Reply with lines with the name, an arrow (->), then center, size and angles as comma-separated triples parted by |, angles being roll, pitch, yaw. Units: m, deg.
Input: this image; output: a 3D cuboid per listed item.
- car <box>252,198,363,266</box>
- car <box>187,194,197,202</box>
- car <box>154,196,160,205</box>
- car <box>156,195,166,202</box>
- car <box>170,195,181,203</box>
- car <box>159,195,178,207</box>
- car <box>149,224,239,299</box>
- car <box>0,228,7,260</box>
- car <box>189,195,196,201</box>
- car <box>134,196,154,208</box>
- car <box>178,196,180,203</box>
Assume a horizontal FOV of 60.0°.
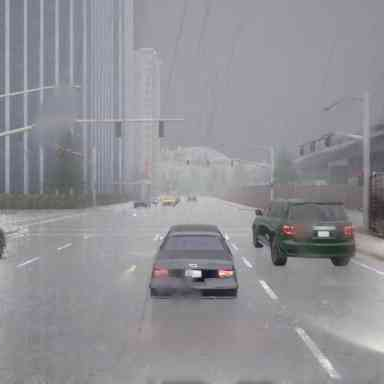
car -> 3.574, 1.221, 11.645 | 2.150, 2.045, 5.566 | 0, 0, 1
car -> 0.021, 1.355, 78.630 | 2.097, 1.767, 4.553 | 0, 0, 0
car -> -7.069, 1.491, 57.771 | 2.128, 1.511, 4.902 | 0, 0, 0
car -> -6.980, 1.523, 75.770 | 1.812, 1.442, 4.674 | 0, 0, 0
car -> -3.481, 1.525, 71.673 | 2.128, 1.511, 4.902 | 0, 0, 0
car -> -3.580, 1.477, 52.092 | 1.882, 1.535, 5.008 | 0, 0, 0
car -> 0.057, 1.547, 8.611 | 2.033, 1.411, 5.357 | 0, 0, 1
car -> -7.097, 1.526, 9.330 | 1.812, 1.442, 4.674 | 0, 0, 0
car -> 0.024, 1.500, 88.874 | 1.837, 1.490, 4.892 | 0, 0, 0
car -> -7.086, 1.601, 47.568 | 1.895, 1.301, 4.718 | 0, 0, 0
car -> -3.551, 1.477, 61.516 | 1.882, 1.535, 5.008 | 0, 0, 0
